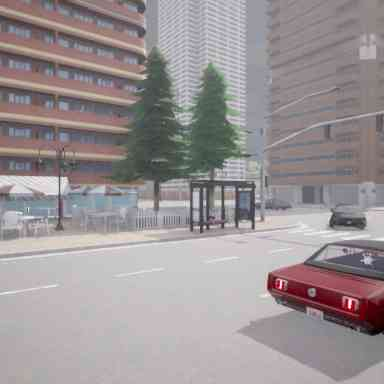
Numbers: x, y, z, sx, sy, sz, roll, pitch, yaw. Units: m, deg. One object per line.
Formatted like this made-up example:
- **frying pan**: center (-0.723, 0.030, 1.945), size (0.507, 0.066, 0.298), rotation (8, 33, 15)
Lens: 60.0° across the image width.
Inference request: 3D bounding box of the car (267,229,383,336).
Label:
- **car**: center (3.718, 1.601, 6.461), size (4.718, 1.301, 1.895), rotation (0, 0, -36)

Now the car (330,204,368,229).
- **car**: center (10.054, 1.501, 21.330), size (1.882, 1.535, 5.008), rotation (1, 0, 25)

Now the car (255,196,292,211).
- **car**: center (10.169, 1.603, 42.574), size (2.033, 1.411, 5.357), rotation (0, 0, -36)
